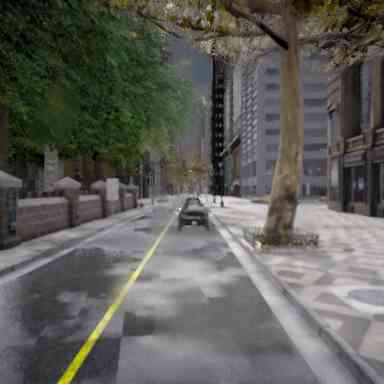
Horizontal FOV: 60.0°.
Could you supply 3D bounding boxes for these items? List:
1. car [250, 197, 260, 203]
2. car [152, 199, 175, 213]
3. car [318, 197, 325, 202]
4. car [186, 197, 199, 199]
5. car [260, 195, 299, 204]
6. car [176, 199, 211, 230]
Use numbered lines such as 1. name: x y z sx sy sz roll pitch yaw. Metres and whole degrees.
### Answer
1. car: 12.043 1.118 54.837 4.829 1.417 1.752 -1 1 0
2. car: -2.996 1.426 35.186 1.812 1.442 4.674 0 0 0
3. car: 23.384 0.933 54.792 4.829 1.417 1.752 -1 1 0
4. car: 0.071 1.305 34.363 2.033 1.649 4.856 0 0 0
5. car: 12.359 1.162 46.312 4.829 1.417 1.752 -1 1 0
6. car: 0.104 1.422 20.308 1.837 1.490 4.892 0 0 0
